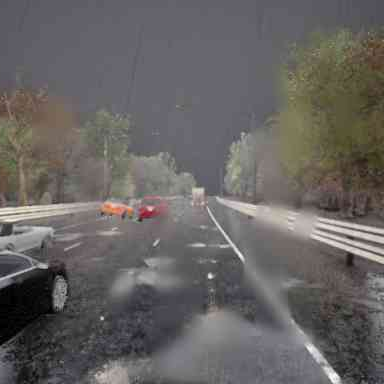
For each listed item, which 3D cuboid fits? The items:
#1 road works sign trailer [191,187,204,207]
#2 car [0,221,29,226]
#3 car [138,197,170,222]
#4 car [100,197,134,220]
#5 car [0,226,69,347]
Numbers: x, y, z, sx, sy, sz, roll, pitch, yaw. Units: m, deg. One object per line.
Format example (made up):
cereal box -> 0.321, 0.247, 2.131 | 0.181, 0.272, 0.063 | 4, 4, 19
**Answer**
road works sign trailer -> 1.083, 0.916, 61.113 | 2.380, 3.560, 2.880 | 0, 0, 3
car -> -6.850, 1.703, 12.159 | 1.895, 1.301, 4.718 | 0, 0, 1
car -> -3.228, 1.473, 28.927 | 2.150, 2.045, 5.566 | 0, 0, 1
car -> -6.461, 1.367, 29.591 | 2.097, 1.767, 4.553 | 11, -4, 1
car -> -3.399, 1.534, 4.810 | 2.128, 1.511, 4.902 | 0, 0, 0
